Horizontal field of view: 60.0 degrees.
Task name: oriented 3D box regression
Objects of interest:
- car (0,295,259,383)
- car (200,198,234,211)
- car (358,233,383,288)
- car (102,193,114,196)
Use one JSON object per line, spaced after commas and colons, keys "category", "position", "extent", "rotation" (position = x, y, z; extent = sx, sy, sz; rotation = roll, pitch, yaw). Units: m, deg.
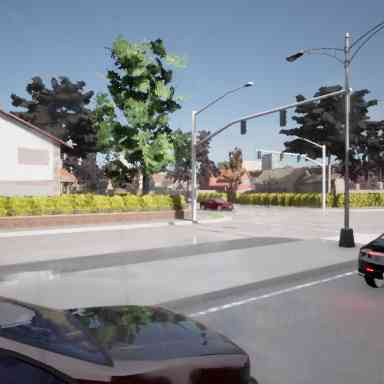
{"category": "car", "position": [-1.984, 1.547, 2.333], "extent": [5.357, 1.411, 2.033], "rotation": [0, 0, -35]}
{"category": "car", "position": [2.950, 1.478, 40.288], "extent": [1.882, 1.535, 5.008], "rotation": [0, 0, -36]}
{"category": "car", "position": [5.935, 1.492, 8.018], "extent": [4.902, 1.511, 2.128], "rotation": [0, 0, -35]}
{"category": "car", "position": [-16.641, 1.221, 67.399], "extent": [2.150, 2.045, 5.566], "rotation": [0, 0, -36]}
